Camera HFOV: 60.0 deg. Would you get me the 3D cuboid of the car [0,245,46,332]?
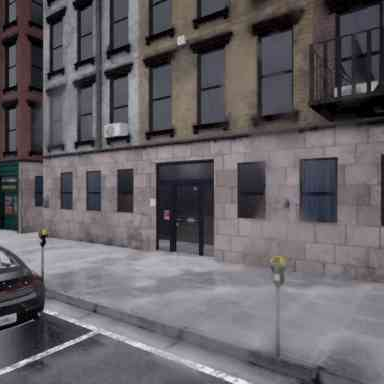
[{"bbox_3d":[-4.360,1.550,5.909,4.403,1.369,2.008,0,0,35],"label":"car"}]
